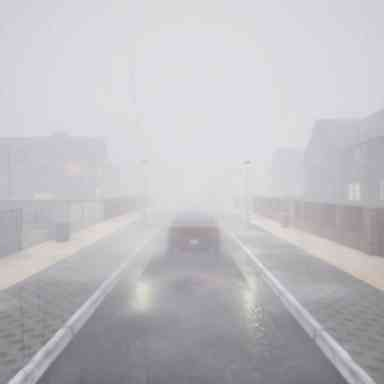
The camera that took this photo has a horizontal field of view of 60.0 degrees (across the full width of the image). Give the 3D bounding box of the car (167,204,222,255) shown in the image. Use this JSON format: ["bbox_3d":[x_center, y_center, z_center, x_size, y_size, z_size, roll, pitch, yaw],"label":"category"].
[{"bbox_3d":[0.076,1.450,13.160,1.882,1.535,5.008,0,0,0],"label":"car"}]

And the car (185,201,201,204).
[{"bbox_3d":[0.082,1.463,28.275,1.812,1.442,4.674,0,0,0],"label":"car"}]
